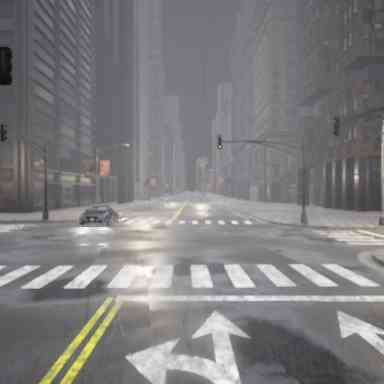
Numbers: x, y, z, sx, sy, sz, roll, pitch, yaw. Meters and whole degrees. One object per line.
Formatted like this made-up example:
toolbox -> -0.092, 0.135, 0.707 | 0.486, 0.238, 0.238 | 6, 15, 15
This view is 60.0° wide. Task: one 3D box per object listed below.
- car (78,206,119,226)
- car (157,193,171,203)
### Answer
car -> -6.495, 1.659, 23.586 | 1.994, 1.385, 4.181 | 0, -2, 0
car -> -6.490, 1.499, 74.704 | 2.150, 2.045, 5.566 | 0, 0, 0
